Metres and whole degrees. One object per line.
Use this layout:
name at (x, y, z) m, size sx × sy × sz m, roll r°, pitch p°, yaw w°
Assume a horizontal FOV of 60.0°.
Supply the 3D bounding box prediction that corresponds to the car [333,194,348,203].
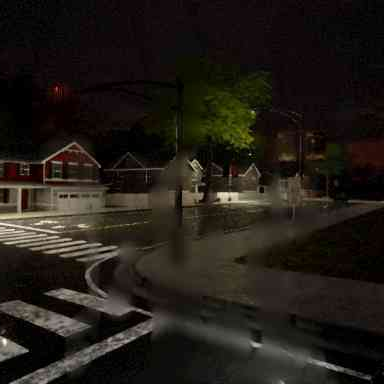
car at (28.010, 1.206, 62.723) m, size 2.128 × 1.511 × 4.902 m, roll 1°, pitch 0°, yaw 36°

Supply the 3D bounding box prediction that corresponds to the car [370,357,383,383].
car at (3.361, 1.506, 1.283) m, size 4.892 × 1.490 × 1.837 m, roll 0°, pitch 0°, yaw 35°
